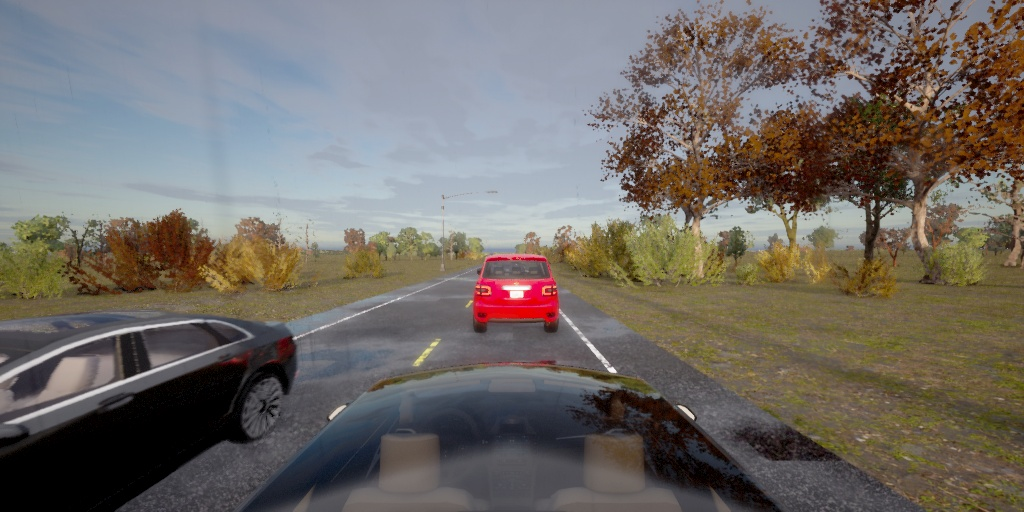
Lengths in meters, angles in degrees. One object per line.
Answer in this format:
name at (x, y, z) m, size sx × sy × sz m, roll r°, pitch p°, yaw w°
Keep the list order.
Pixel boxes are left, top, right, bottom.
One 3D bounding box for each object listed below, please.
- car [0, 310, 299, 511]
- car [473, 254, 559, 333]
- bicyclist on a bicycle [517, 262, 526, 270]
car at (-3.603, 1.241, 2.515) m, size 2.128 × 1.511 × 4.902 m, roll 0°, pitch 0°, yaw 0°
car at (0.083, 0.968, 10.884) m, size 2.150 × 2.045 × 5.566 m, roll 0°, pitch 0°, yaw -1°
bicyclist on a bicycle at (0.872, 1.110, 30.063) m, size 0.659 × 1.776 × 1.843 m, roll 0°, pitch 0°, yaw 0°
